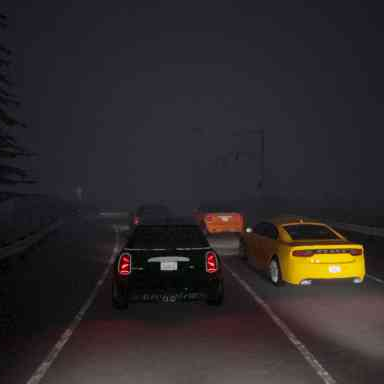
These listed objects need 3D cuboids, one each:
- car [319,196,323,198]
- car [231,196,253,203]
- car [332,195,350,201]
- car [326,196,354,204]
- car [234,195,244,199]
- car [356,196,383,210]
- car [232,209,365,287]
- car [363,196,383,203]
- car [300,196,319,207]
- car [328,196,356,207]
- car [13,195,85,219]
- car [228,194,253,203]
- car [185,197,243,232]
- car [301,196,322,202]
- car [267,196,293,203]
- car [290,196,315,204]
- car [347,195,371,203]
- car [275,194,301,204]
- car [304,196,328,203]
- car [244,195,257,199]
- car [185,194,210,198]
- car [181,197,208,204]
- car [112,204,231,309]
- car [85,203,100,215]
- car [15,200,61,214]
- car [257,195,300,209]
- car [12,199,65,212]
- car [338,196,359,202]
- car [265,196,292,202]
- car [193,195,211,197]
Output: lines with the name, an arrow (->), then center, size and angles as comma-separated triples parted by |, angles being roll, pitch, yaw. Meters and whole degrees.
car -> 27.321, 1.524, 68.797 | 4.674, 1.442, 1.812 | 0, 0, -19
car -> 10.562, 1.553, 70.436 | 4.181, 1.385, 1.994 | 0, 0, -19
car -> 36.278, 1.552, 80.888 | 4.181, 1.385, 1.994 | 0, 0, -29
car -> 29.284, 1.525, 65.787 | 4.902, 1.511, 2.128 | 0, 0, -19
car -> 10.786, 1.352, 63.195 | 4.553, 1.767, 2.097 | 0, 0, -19
car -> 23.243, 1.525, 41.373 | 4.674, 1.442, 1.812 | 0, 0, -19
car -> 2.730, 1.478, 9.456 | 1.882, 1.535, 5.008 | 0, 0, -6
car -> 38.651, 1.540, 70.075 | 5.357, 1.411, 2.033 | 0, 0, -29
car -> 16.216, 1.525, 50.069 | 4.674, 1.442, 1.812 | 0, 0, -19
car -> 20.932, 1.506, 44.284 | 4.892, 1.490, 1.837 | 0, 0, -19
car -> -12.522, 1.231, 29.150 | 5.566, 2.045, 2.150 | 0, 0, -19
car -> 9.730, 1.352, 66.501 | 4.553, 1.767, 2.097 | 0, 0, -18
car -> 1.203, 1.352, 18.342 | 2.097, 1.767, 4.553 | 0, 0, -12
car -> 27.459, 1.553, 76.347 | 4.181, 1.385, 1.994 | 0, 0, -21
car -> 18.350, 1.525, 69.396 | 4.902, 1.511, 2.128 | 0, 0, -19
car -> 20.954, 1.564, 62.950 | 4.181, 1.385, 1.994 | 0, 0, -19
car -> 36.690, 1.525, 73.008 | 4.902, 1.511, 2.128 | 0, 0, -25
car -> 19.078, 1.352, 65.965 | 4.553, 1.767, 2.097 | 0, 0, -18
car -> 27.009, 1.524, 72.402 | 4.674, 1.442, 1.812 | 0, 0, -19
car -> 12.503, 1.491, 60.096 | 4.902, 1.511, 2.128 | 0, 0, -19
car -> 1.336, 1.505, 59.992 | 4.892, 1.490, 1.837 | 0, 0, -19
car -> 0.514, 1.601, 63.404 | 4.718, 1.301, 1.895 | 0, 0, -19
car -> -0.631, 1.352, 8.095 | 2.097, 1.767, 4.553 | 0, 0, -6
car -> -11.385, 1.571, 33.251 | 4.181, 1.385, 1.994 | 0, 0, -19
car -> -16.226, 1.568, 35.297 | 4.181, 1.385, 1.994 | 0, 0, -19
car -> 11.628, 1.351, 44.806 | 4.553, 1.767, 2.097 | 0, 0, -19
car -> -17.621, 1.551, 38.517 | 5.357, 1.411, 2.033 | 0, 0, -19
car -> 36.149, 1.595, 76.718 | 4.718, 1.301, 1.895 | 0, 0, -29
car -> 19.059, 1.540, 73.337 | 5.357, 1.411, 2.033 | 0, 0, -19
car -> 3.075, 1.601, 56.889 | 4.718, 1.301, 1.895 | 0, 0, -19
